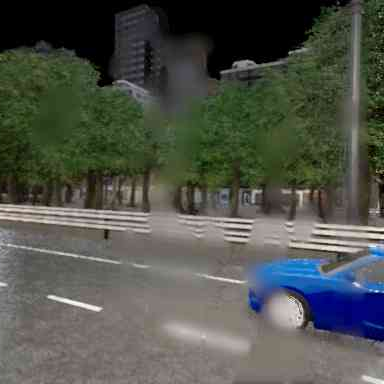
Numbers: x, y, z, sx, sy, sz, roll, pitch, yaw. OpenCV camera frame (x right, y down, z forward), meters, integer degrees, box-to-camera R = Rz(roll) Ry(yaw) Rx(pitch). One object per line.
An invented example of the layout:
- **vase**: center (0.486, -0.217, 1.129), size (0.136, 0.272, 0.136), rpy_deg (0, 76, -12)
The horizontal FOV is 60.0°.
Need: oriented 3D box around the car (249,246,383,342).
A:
- **car**: center (3.436, 1.635, 5.504), size (5.008, 1.535, 1.882), rpy_deg (1, -1, 29)
